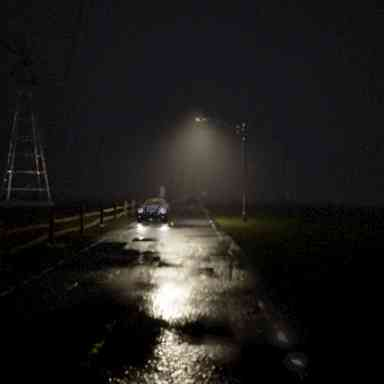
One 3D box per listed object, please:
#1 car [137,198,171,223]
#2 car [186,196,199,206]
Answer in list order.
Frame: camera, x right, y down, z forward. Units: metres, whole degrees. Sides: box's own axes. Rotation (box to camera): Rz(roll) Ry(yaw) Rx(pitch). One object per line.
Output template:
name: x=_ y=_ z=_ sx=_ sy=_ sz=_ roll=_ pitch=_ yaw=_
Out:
car: x=-2.775 y=1.292 z=25.024 sx=2.097 sy=1.767 sz=4.553 roll=0 pitch=0 yaw=1
car: x=0.049 y=1.381 z=51.256 sx=1.837 sy=1.490 sz=4.892 roll=0 pitch=0 yaw=0
